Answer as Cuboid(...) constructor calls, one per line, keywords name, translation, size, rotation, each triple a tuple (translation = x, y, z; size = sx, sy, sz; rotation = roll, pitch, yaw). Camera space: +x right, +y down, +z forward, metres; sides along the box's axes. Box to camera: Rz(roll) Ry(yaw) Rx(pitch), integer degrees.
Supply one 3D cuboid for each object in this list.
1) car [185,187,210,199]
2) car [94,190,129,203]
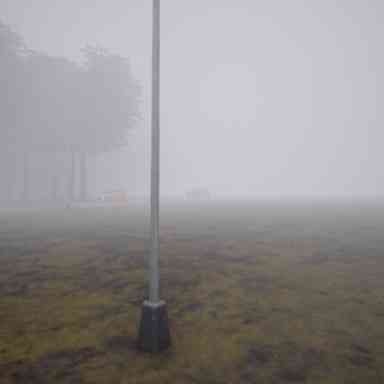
Cuboid(name="car", translation=(1.081, 0.125, 59.053), size=(2.150, 2.045, 5.566), rotation=(2, 2, 36))
Cuboid(name="car", translation=(-10.434, 0.492, 43.147), size=(2.097, 1.767, 4.553), rotation=(2, 2, 36))
